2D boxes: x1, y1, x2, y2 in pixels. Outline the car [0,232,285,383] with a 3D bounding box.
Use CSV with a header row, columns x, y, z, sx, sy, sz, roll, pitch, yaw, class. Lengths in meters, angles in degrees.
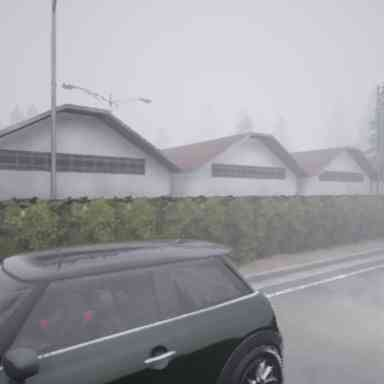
x,y,z,sx,sy,sz,roll,pitch,yaw,class
-1.261,1.352,3.090,4.553,1.767,2.097,0,0,-36,car
